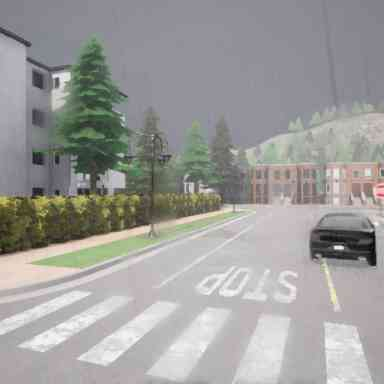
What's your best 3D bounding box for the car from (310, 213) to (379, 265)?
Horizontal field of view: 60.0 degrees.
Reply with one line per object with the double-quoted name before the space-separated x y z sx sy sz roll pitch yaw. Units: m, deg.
"car" 5.493 1.479 11.850 1.882 1.535 5.008 -1 -1 29
